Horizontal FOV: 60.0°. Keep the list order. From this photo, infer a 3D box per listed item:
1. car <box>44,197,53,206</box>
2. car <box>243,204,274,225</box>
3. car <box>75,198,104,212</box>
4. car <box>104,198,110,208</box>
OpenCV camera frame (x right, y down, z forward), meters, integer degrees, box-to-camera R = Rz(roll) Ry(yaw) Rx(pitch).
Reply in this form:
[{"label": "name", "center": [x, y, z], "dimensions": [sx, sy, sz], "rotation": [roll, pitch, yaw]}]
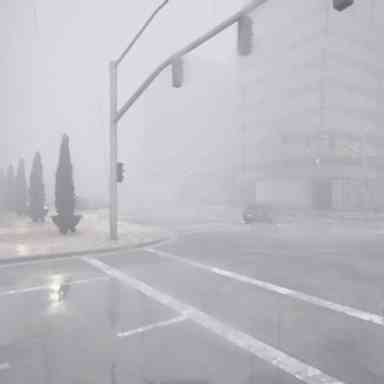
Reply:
[{"label": "car", "center": [-23.379, 1.534, 54.153], "dimensions": [1.812, 1.442, 4.674], "rotation": [0, 0, -35]}, {"label": "car", "center": [4.713, 1.540, 23.650], "dimensions": [2.033, 1.411, 5.357], "rotation": [-1, 0, 7]}, {"label": "car", "center": [-12.324, 1.479, 38.227], "dimensions": [2.128, 1.511, 4.902], "rotation": [0, 0, -35]}, {"label": "car", "center": [-11.967, 1.531, 43.816], "dimensions": [2.033, 1.411, 5.357], "rotation": [0, 0, -35]}]
